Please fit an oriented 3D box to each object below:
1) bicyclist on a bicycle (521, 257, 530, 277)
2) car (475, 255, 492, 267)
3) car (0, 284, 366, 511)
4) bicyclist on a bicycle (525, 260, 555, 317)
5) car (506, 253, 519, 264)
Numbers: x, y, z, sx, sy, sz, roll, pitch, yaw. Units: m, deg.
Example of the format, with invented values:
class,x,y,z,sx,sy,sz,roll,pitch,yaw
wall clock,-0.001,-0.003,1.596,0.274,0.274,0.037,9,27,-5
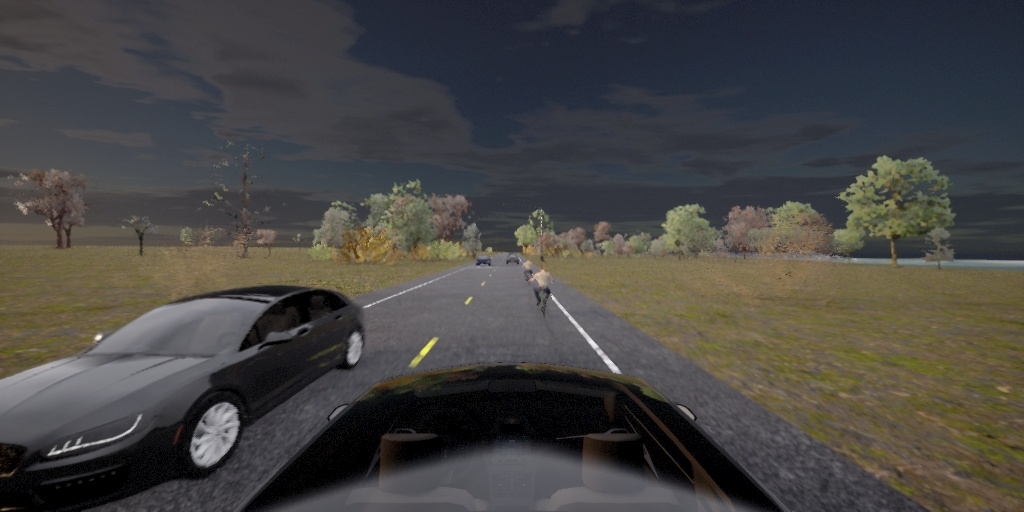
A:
class,x,y,z,sx,sy,sz,roll,pitch,yaw
bicyclist on a bicycle,0.965,0.880,21.188,0.866,1.612,1.509,0,1,0
car,-3.576,0.599,46.111,2.033,1.411,5.357,0,1,0
car,-3.596,1.207,4.741,1.837,1.490,4.892,0,1,0
bicyclist on a bicycle,0.960,1.035,11.345,0.866,1.612,1.509,0,1,0
car,0.084,0.432,55.330,1.812,1.442,4.674,0,1,0
